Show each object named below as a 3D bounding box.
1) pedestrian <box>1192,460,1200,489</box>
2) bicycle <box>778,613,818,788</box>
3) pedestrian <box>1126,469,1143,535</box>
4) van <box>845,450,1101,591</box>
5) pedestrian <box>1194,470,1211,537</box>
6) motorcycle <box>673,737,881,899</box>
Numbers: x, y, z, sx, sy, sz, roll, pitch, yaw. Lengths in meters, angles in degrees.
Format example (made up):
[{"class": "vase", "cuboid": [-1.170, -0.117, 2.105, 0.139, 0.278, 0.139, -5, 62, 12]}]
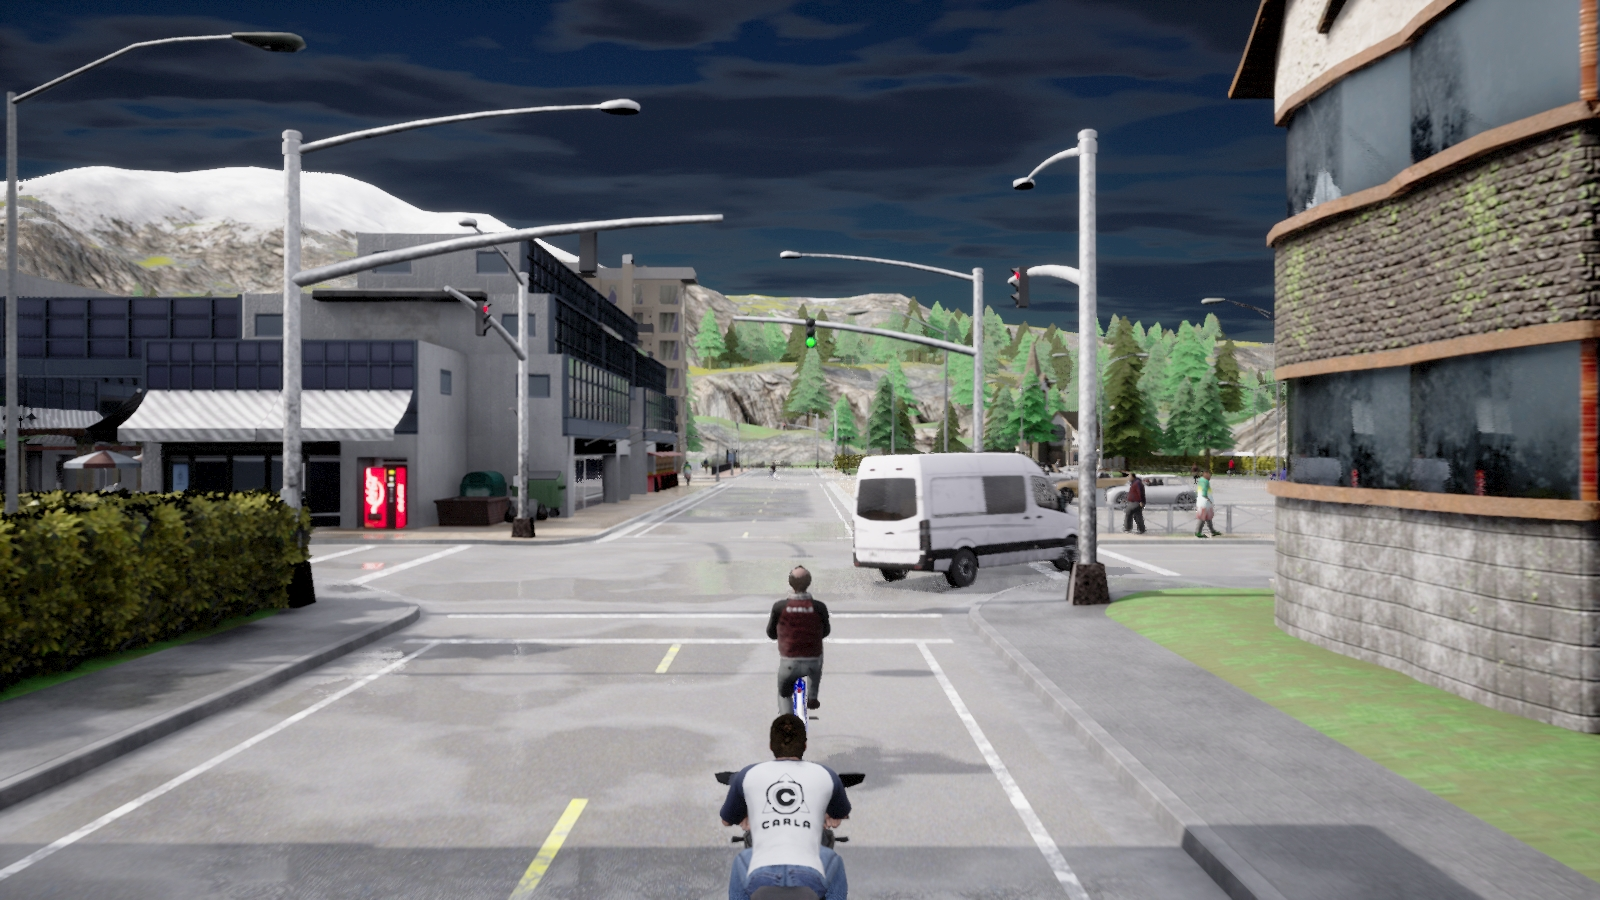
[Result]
[{"class": "pedestrian", "cuboid": [25.532, 1.608, 73.653, 0.375, 1.860, 0.375, 0, 0, -7]}, {"class": "bicycle", "cuboid": [-0.018, 2.185, 10.288, 0.329, 1.171, 1.835, 0, 0, 0]}, {"class": "pedestrian", "cuboid": [9.546, 1.484, 32.616, 0.375, 1.860, 0.375, 0, 0, 2]}, {"class": "van", "cuboid": [3.764, 1.337, 23.853, 5.915, 2.561, 1.988, -1, -2, -44]}, {"class": "pedestrian", "cuboid": [11.199, 1.485, 31.788, 0.375, 1.860, 0.375, 0, 0, 10]}, {"class": "motorcycle", "cuboid": [-0.078, 2.190, 5.423, 0.803, 1.145, 2.033, 0, 0, 1]}]
